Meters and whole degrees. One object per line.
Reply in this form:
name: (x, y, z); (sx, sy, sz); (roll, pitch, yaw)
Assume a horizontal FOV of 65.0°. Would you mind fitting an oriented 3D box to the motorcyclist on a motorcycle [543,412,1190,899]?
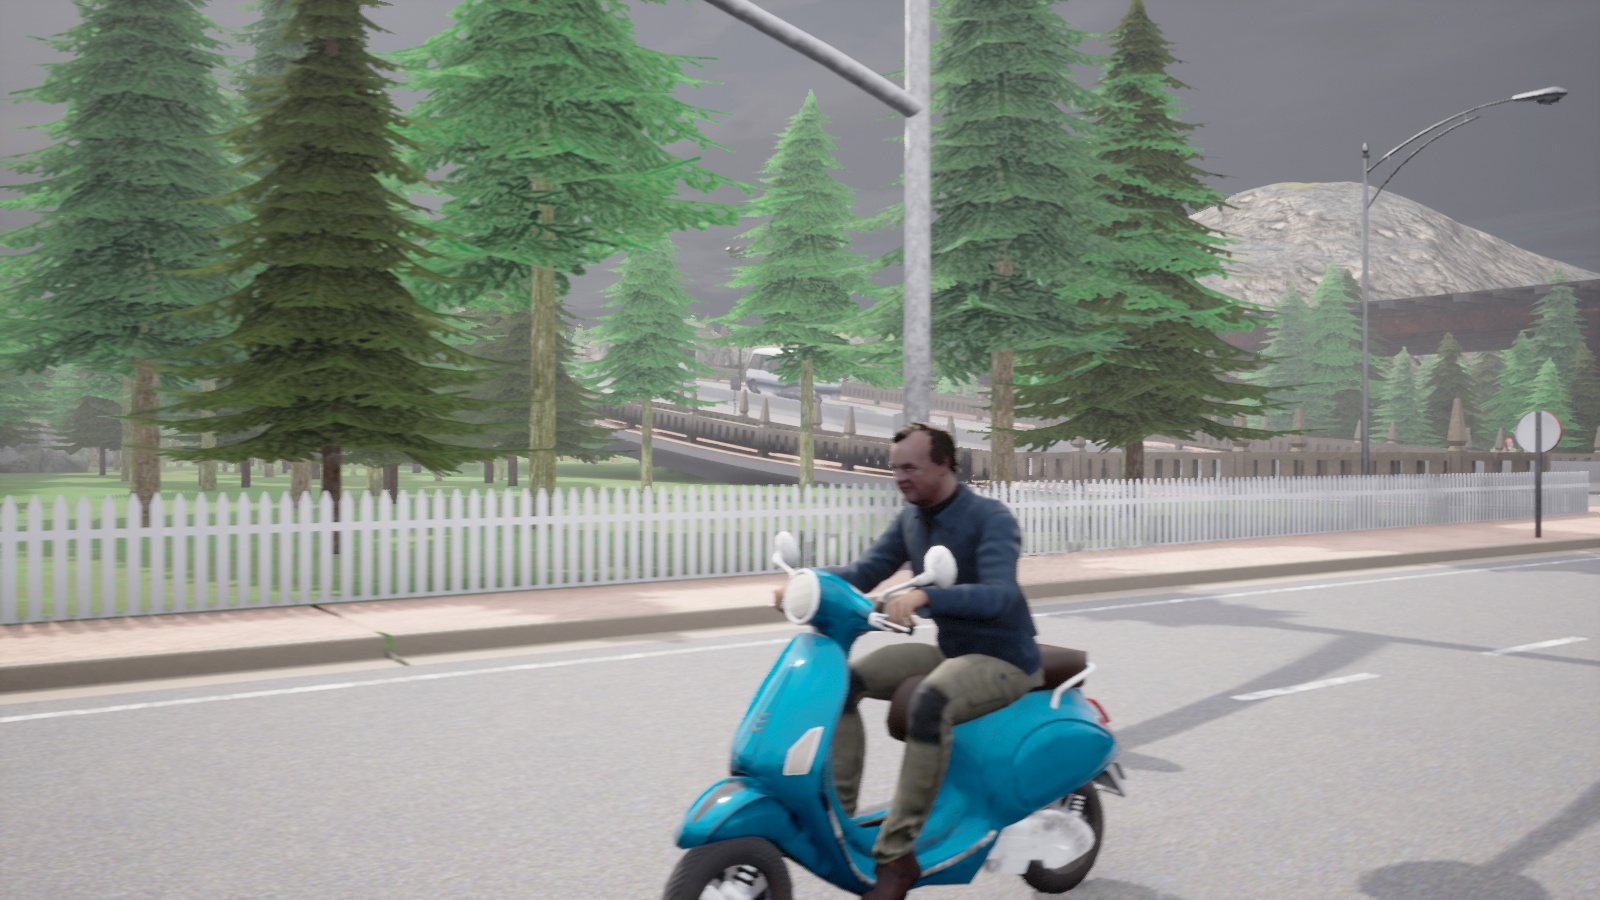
motorcyclist on a motorcycle: (0.245, 0.707, 3.830); (1.817, 1.590, 0.866); (0, 0, -35)
